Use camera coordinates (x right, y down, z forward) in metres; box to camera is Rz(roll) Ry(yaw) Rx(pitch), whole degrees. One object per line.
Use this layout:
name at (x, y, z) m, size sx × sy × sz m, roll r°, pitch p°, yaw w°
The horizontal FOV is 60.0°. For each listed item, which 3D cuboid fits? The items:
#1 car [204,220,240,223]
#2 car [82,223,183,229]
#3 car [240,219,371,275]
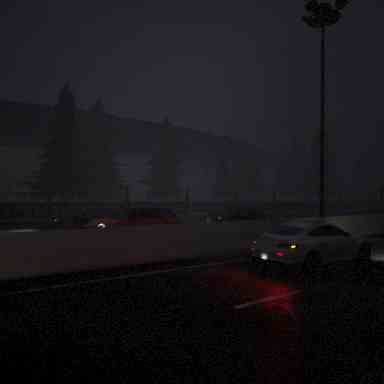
car at (3.045, 1.708, 23.363) m, size 4.902 × 1.511 × 2.128 m, roll 1°, pitch -1°, yaw -35°
car at (-2.616, 1.442, 15.030) m, size 4.553 × 1.767 × 2.097 m, roll 1°, pitch -1°, yaw -36°
car at (3.959, 1.653, 10.888) m, size 4.674 × 1.442 × 1.812 m, roll 1°, pitch -1°, yaw -35°
